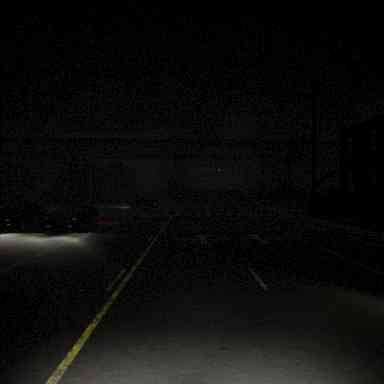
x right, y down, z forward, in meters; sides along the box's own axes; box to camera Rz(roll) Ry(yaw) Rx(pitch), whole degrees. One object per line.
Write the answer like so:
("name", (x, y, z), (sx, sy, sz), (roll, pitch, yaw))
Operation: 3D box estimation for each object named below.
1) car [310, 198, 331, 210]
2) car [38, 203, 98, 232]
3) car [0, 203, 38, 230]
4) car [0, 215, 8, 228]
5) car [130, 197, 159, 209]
("car", (16.638, 1.499, 40.141), (4.674, 1.442, 1.812), (0, 0, 0))
("car", (-7.215, 1.464, 20.340), (1.882, 1.535, 5.008), (0, 0, 0))
("car", (-10.716, 1.491, 20.761), (1.837, 1.490, 4.892), (0, 0, 0))
("car", (-7.165, 1.557, 8.996), (1.994, 1.385, 4.181), (0, 0, -1))
("car", (-6.567, 1.474, 45.438), (1.837, 1.490, 4.892), (0, 0, -45))
